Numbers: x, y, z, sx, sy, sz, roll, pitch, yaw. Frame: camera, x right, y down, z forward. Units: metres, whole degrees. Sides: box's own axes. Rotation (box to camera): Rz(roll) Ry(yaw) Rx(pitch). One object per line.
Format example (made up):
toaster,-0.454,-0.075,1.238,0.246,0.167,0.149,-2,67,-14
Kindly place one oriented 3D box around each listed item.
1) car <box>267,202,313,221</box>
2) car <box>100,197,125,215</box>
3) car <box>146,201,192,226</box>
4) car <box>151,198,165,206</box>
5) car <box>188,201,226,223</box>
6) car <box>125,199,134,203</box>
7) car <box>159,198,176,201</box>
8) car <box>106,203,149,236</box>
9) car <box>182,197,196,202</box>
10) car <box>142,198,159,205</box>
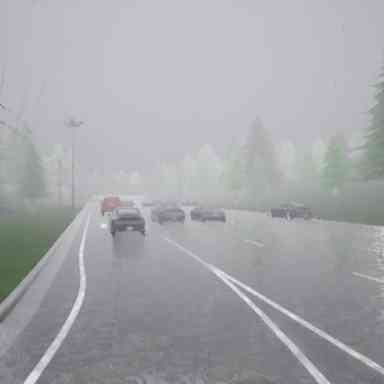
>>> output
car,8.221,1.621,28.268,1.837,1.490,4.892,0,-1,-16
car,-9.328,1.547,38.367,2.150,2.045,5.566,0,0,-16
car,-1.920,1.672,25.531,2.128,1.511,4.902,0,0,-16
car,-6.780,1.956,66.667,1.882,1.535,5.008,0,0,-16
car,1.205,1.731,27.314,1.994,1.385,4.181,0,0,-16
car,-10.677,1.934,55.069,2.128,1.511,4.902,0,0,-16
car,-3.961,1.753,57.042,2.097,1.767,4.553,0,0,-16
car,-3.898,1.664,19.664,1.837,1.490,4.892,0,0,-16
car,-0.603,1.732,58.026,2.097,1.767,4.553,0,0,-16
car,-7.308,2.022,56.020,1.895,1.301,4.718,0,0,-16
